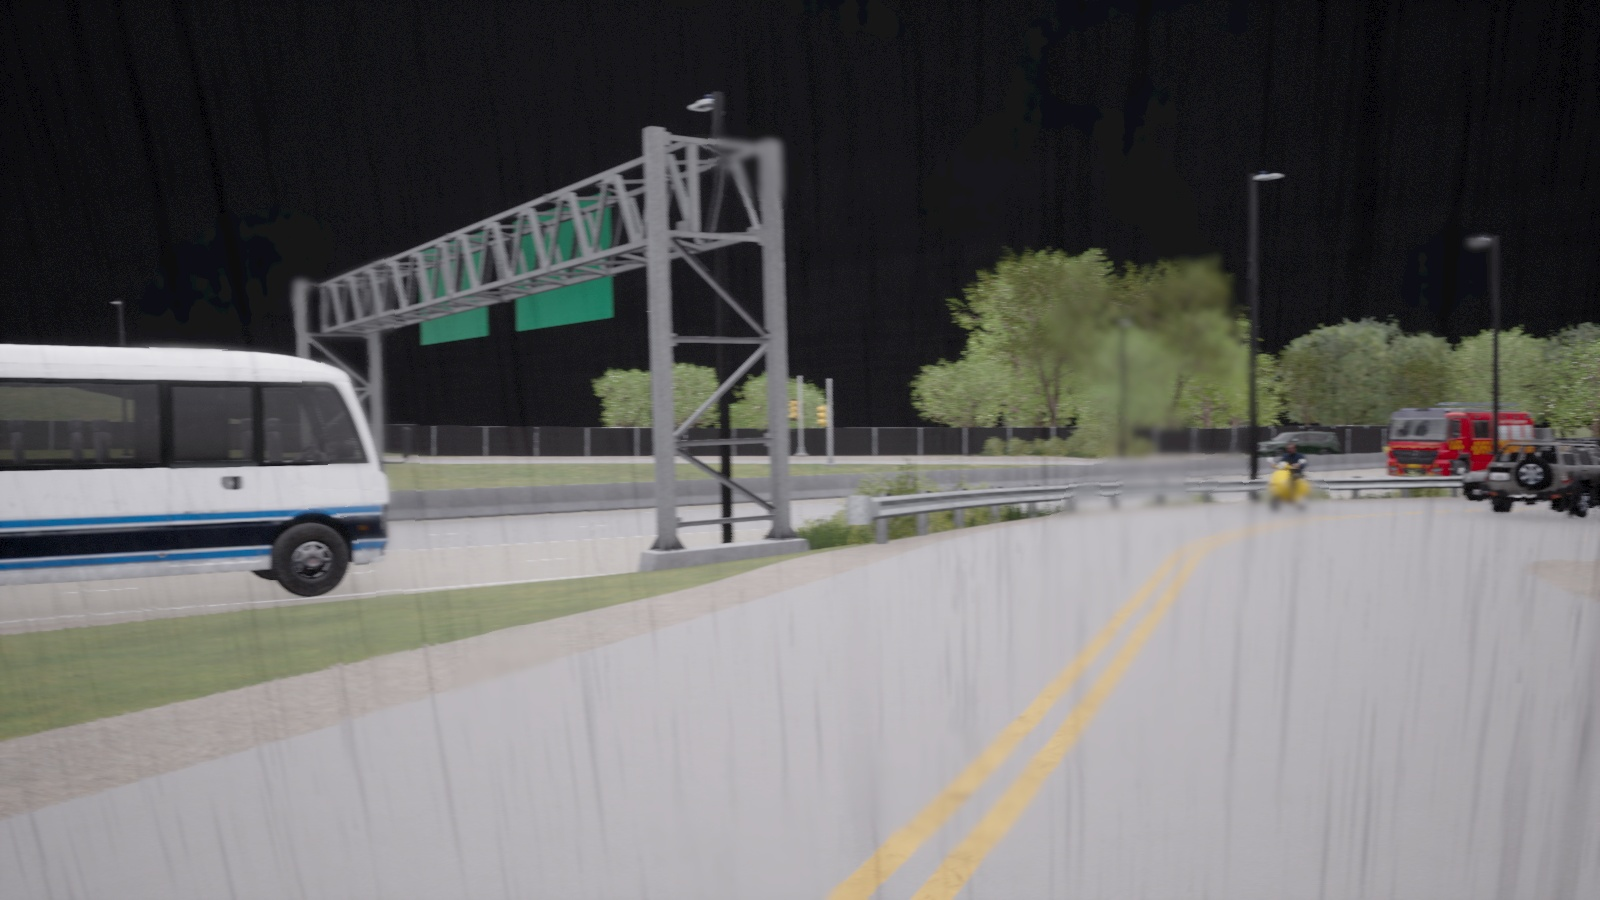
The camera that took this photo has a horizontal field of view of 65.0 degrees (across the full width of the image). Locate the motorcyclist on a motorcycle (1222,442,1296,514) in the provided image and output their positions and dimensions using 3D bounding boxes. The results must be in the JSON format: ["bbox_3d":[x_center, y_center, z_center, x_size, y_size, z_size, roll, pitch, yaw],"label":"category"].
[{"bbox_3d":[10.639,0.638,29.087,1.817,1.590,0.866,0,1,-45],"label":"motorcyclist on a motorcycle"}]

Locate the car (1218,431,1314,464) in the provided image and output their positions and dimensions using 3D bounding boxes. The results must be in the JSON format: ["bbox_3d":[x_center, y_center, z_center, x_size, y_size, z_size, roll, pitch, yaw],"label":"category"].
[{"bbox_3d":[30.181,-0.160,81.313,5.566,2.045,2.150,0,2,-14],"label":"car"}]

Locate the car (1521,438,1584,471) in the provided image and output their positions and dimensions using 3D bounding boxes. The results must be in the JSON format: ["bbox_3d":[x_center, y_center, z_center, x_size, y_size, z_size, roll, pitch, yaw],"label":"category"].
[{"bbox_3d":[45.676,0.243,76.242,3.866,1.878,1.905,-1,2,-36],"label":"car"}]

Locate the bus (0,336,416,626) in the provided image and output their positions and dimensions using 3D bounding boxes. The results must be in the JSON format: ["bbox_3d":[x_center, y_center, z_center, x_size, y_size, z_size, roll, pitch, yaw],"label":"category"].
[{"bbox_3d":[-12.065,0.410,20.629,10.273,4.253,3.944,-1,2,-35],"label":"bus"}]

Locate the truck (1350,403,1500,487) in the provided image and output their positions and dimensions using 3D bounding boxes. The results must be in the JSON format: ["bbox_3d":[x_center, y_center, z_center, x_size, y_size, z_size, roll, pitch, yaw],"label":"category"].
[{"bbox_3d":[30.160,-0.317,60.437,8.468,3.827,2.891,-1,2,-36],"label":"truck"}]

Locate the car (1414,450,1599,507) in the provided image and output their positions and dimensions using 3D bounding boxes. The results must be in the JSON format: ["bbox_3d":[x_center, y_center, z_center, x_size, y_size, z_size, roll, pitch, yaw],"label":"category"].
[{"bbox_3d":[20.234,0.809,35.860,4.792,1.488,2.163,1,1,-21],"label":"car"}]

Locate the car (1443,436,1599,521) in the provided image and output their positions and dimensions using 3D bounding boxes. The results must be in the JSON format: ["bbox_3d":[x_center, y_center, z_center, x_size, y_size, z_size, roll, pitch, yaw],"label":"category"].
[{"bbox_3d":[17.536,0.660,29.986,4.605,1.855,1.932,1,1,-36],"label":"car"}]
